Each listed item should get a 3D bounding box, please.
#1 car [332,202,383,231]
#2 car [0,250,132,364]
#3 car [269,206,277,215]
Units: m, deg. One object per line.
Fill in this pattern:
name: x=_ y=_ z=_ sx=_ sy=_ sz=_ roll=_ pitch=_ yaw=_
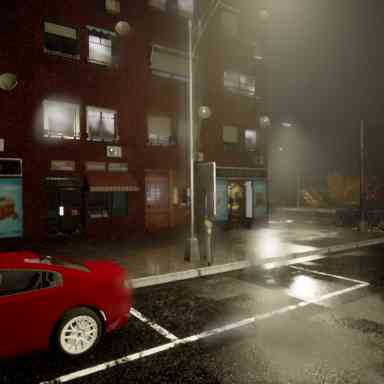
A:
car: x=11.641 y=1.463 z=21.738 sx=2.097 sy=1.767 sz=4.553 roll=-1 pitch=0 yaw=-30
car: x=-3.046 y=1.545 z=4.401 sx=4.507 sy=1.381 sz=1.887 roll=0 pitch=-1 yaw=-35
car: x=6.689 y=1.675 z=34.962 sx=1.837 sy=1.490 sz=4.892 roll=-1 pitch=0 yaw=-35
